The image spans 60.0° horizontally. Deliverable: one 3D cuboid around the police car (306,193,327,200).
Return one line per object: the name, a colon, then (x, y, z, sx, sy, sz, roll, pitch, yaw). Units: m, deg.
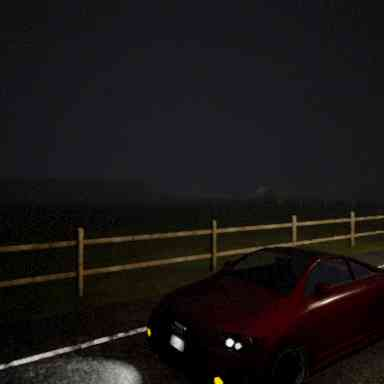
police car: (29.899, 1.015, 79.500, 2.038, 1.542, 4.974, 2, 0, -32)

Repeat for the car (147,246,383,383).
car: (1.450, 1.574, 5.026, 4.181, 1.385, 1.994, 0, 0, -35)
